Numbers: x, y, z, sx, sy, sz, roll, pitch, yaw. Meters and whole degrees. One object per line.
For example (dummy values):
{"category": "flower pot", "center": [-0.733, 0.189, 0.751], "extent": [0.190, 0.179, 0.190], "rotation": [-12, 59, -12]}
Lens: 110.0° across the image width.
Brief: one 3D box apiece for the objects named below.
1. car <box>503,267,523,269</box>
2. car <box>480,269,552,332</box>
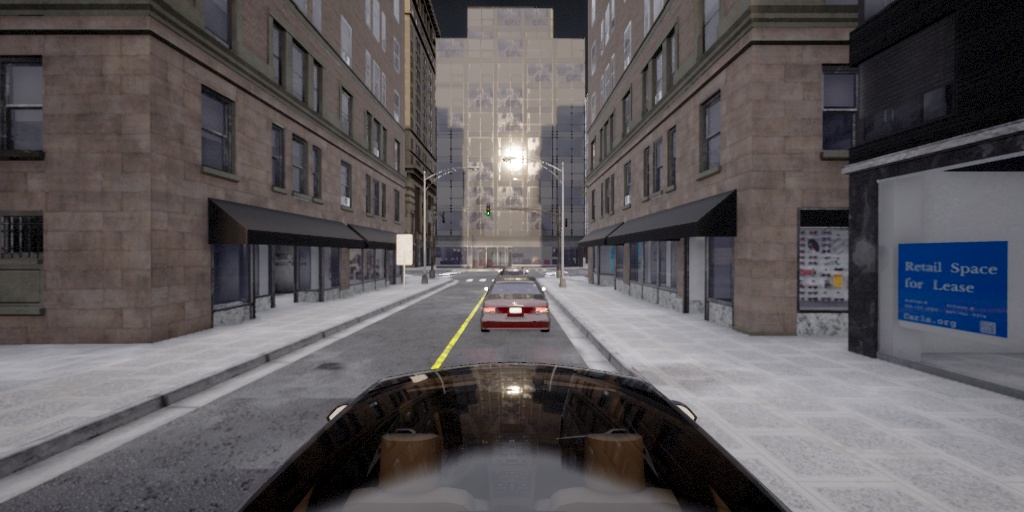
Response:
{"category": "car", "center": [0.079, 1.312, 21.469], "extent": [1.994, 1.385, 4.181], "rotation": [0, 0, 0]}
{"category": "car", "center": [0.091, 1.298, 10.766], "extent": [2.033, 1.411, 5.357], "rotation": [0, 0, 0]}
